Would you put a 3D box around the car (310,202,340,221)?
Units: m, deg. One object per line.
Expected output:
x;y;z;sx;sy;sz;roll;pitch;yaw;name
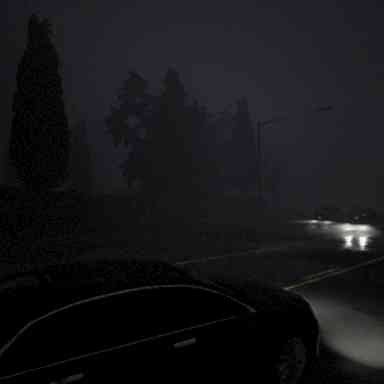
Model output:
13.259;2.009;32.588;2.033;1.411;5.357;0;-1;36;car

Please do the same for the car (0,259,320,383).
-0.614;1.506;3.516;4.892;1.490;1.837;-1;0;-36;car

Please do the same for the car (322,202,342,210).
27.293;2.766;64.986;1.812;1.442;4.674;0;-1;-1;car

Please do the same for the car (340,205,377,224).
14.826;1.907;28.985;2.128;1.511;4.902;0;-1;37;car
